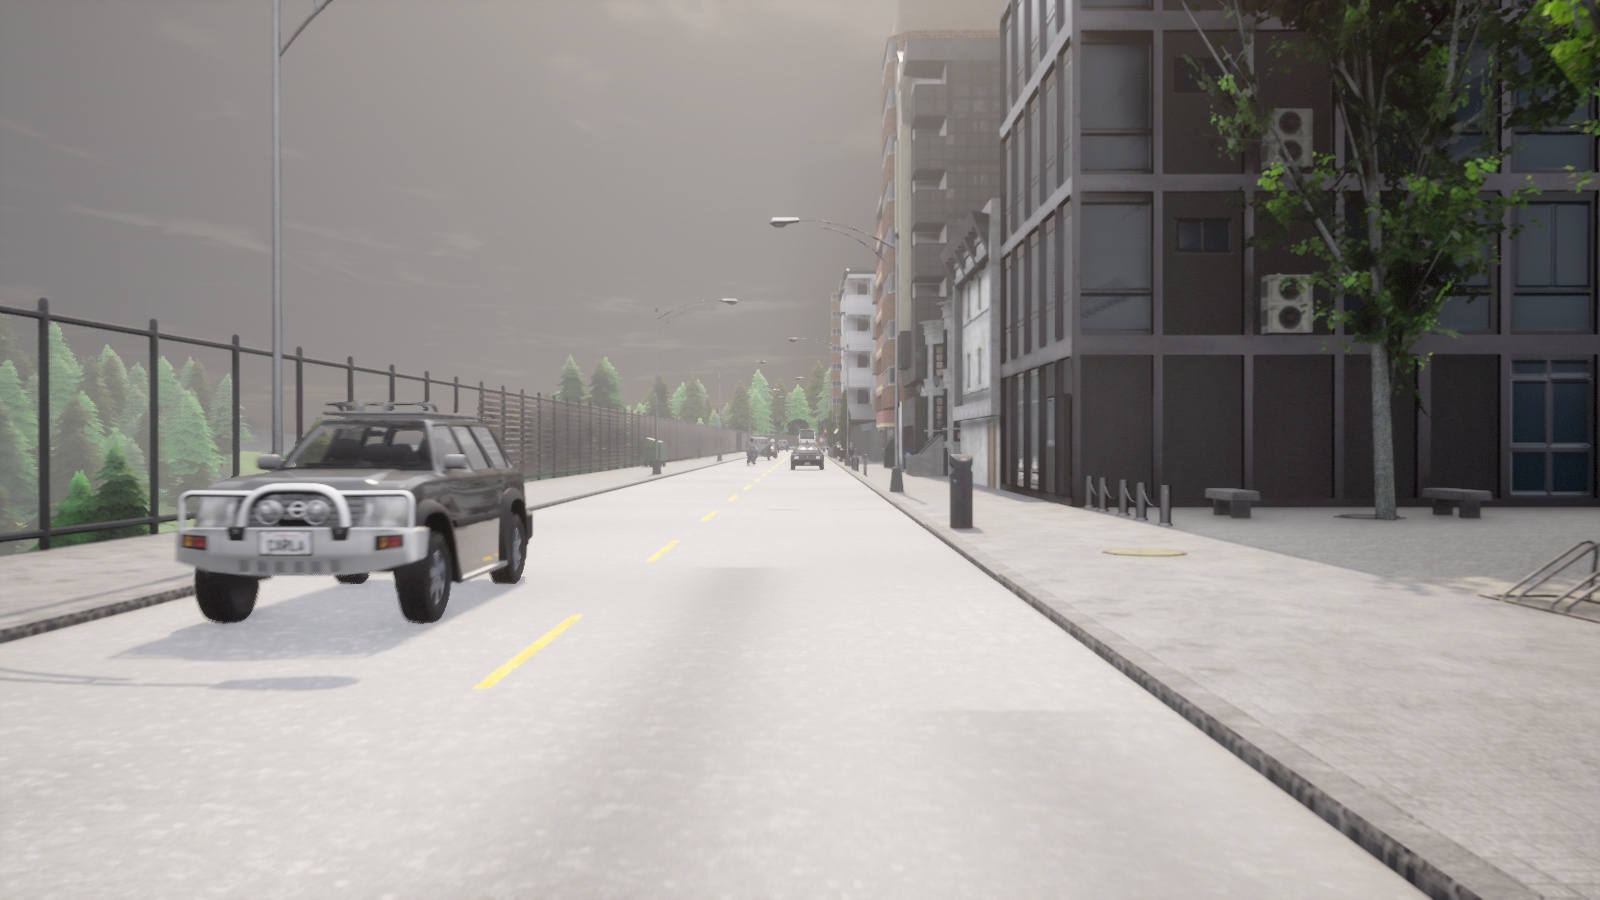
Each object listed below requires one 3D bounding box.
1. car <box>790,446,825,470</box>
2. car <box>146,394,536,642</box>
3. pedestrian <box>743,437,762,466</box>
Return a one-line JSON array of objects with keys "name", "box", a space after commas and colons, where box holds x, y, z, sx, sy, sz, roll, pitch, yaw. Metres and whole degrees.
[{"name": "car", "box": [0.410, 0.446, 71.139, 1.895, 1.301, 4.718, 0, 0, 0]}, {"name": "car", "box": [-3.918, 0.494, 11.707, 1.932, 1.855, 4.605, 0, 0, 0]}, {"name": "pedestrian", "box": [-3.114, 0.083, 81.747, 0.900, 1.855, 0.874, 0, 0, 40]}]
